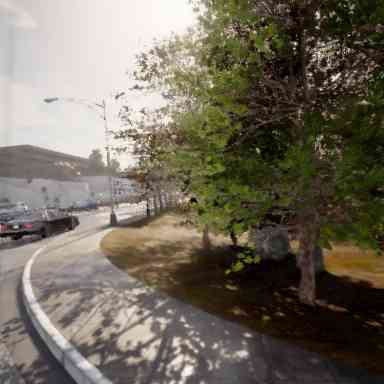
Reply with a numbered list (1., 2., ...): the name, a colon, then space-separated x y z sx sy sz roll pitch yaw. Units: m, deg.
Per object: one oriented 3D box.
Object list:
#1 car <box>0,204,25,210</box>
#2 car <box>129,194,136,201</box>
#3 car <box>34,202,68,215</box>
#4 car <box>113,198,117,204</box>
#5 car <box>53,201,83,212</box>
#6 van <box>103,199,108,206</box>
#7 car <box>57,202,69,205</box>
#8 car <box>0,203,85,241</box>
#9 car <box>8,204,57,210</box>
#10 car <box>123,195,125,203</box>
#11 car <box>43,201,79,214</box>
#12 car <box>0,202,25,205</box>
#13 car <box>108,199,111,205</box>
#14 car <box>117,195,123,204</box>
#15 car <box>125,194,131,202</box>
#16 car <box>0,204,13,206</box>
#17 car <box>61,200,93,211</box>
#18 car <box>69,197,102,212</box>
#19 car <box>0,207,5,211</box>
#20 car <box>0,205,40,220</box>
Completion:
1. car: -18.732 2.419 34.582 1.812 1.442 4.674 -5 0 5
2. car: -19.206 1.856 91.483 5.566 2.045 2.435 -6 1 -15
3. car: -22.259 2.628 52.831 4.674 1.452 2.002 -5 0 -15
4. car: -20.370 2.402 76.612 4.792 1.488 2.163 -6 1 -15
5. car: -21.810 2.573 58.767 4.792 1.488 2.163 -5 0 -15
6. van: -20.734 2.207 70.715 4.442 1.987 1.878 -5 0 -15
7. car: -17.622 2.281 47.732 2.033 1.411 5.357 -5 0 5
8. car: -8.137 1.690 18.310 2.033 1.411 5.357 -5 0 5
9. car: -15.833 2.228 33.372 1.994 1.385 4.181 -5 0 6
10. car: -19.837 2.302 82.585 4.792 1.488 2.163 -6 0 -15
11. car: -21.849 2.543 55.856 5.366 1.575 1.946 -5 0 -15
12. car: -23.275 2.463 40.929 5.566 2.045 2.435 -6 0 -15
13. car: -20.576 2.446 73.647 4.674 1.452 2.002 -5 1 -15
14. car: -19.930 2.303 79.655 5.366 1.575 1.946 -6 0 -15
15. car: -19.385 2.203 88.524 4.674 1.452 2.002 -6 1 -15
16. car: -23.469 2.748 37.974 5.008 1.535 2.097 -6 0 -15
17. car: -21.367 2.499 61.802 5.366 1.575 1.946 -5 0 -15
18. car: -14.757 1.982 46.382 1.882 1.535 5.008 -5 1 5
19. car: -16.573 2.282 24.481 2.128 1.511 4.902 -5 1 5
20. car: -22.995 2.679 43.921 4.892 1.521 2.231 -6 0 -15
